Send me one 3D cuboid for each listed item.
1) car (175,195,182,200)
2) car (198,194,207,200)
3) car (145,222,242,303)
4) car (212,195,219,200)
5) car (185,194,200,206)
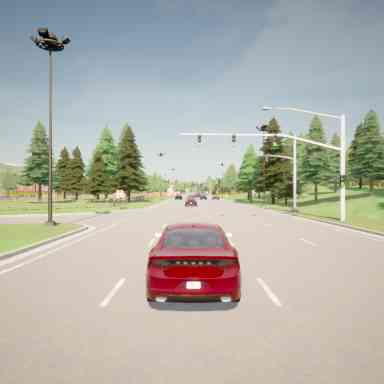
[{"bbox_3d":[-3.769,1.478,94.333,1.882,1.535,5.008,0,0,0],"label":"car"},{"bbox_3d":[3.231,1.524,94.353,1.812,1.442,4.674,0,0,0],"label":"car"},{"bbox_3d":[0.040,1.478,8.294,1.882,1.535,5.008,0,0,0],"label":"car"},{"bbox_3d":[6.731,1.525,94.363,2.128,1.511,4.902,0,0,0],"label":"car"},{"bbox_3d":[-0.150,1.525,52.897,1.812,1.442,4.674,0,0,0],"label":"car"}]
